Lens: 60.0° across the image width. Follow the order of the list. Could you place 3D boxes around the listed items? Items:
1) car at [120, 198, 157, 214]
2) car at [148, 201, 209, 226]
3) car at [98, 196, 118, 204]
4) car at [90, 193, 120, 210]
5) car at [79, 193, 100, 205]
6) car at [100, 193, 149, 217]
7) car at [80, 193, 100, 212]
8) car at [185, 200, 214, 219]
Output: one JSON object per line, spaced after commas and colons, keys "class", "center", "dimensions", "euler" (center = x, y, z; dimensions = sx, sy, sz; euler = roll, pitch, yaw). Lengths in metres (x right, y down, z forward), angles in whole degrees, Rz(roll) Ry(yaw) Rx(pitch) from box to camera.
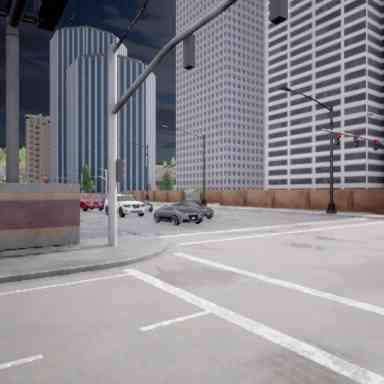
{"class": "car", "center": [-6.054, 1.491, 36.889], "dimensions": [2.128, 1.511, 4.902], "euler": [0, 0, -35]}
{"class": "car", "center": [-1.055, 1.564, 23.713], "dimensions": [1.994, 1.385, 4.181], "euler": [0, 0, -35]}
{"class": "car", "center": [-16.182, 1.547, 63.756], "dimensions": [2.033, 1.411, 5.357], "euler": [0, 0, -35]}
{"class": "car", "center": [-12.000, 1.221, 45.352], "dimensions": [2.150, 2.045, 5.566], "euler": [0, 0, -35]}
{"class": "car", "center": [-19.124, 1.222, 61.853], "dimensions": [2.150, 2.045, 5.566], "euler": [0, 0, -35]}
{"class": "car", "center": [-6.438, 1.221, 31.349], "dimensions": [2.150, 2.045, 5.566], "euler": [0, 0, -35]}
{"class": "car", "center": [-12.389, 1.219, 39.812], "dimensions": [2.150, 2.045, 5.566], "euler": [0, 0, -35]}
{"class": "car", "center": [-0.091, 1.505, 28.420], "dimensions": [1.837, 1.490, 4.892], "euler": [0, 0, -35]}
